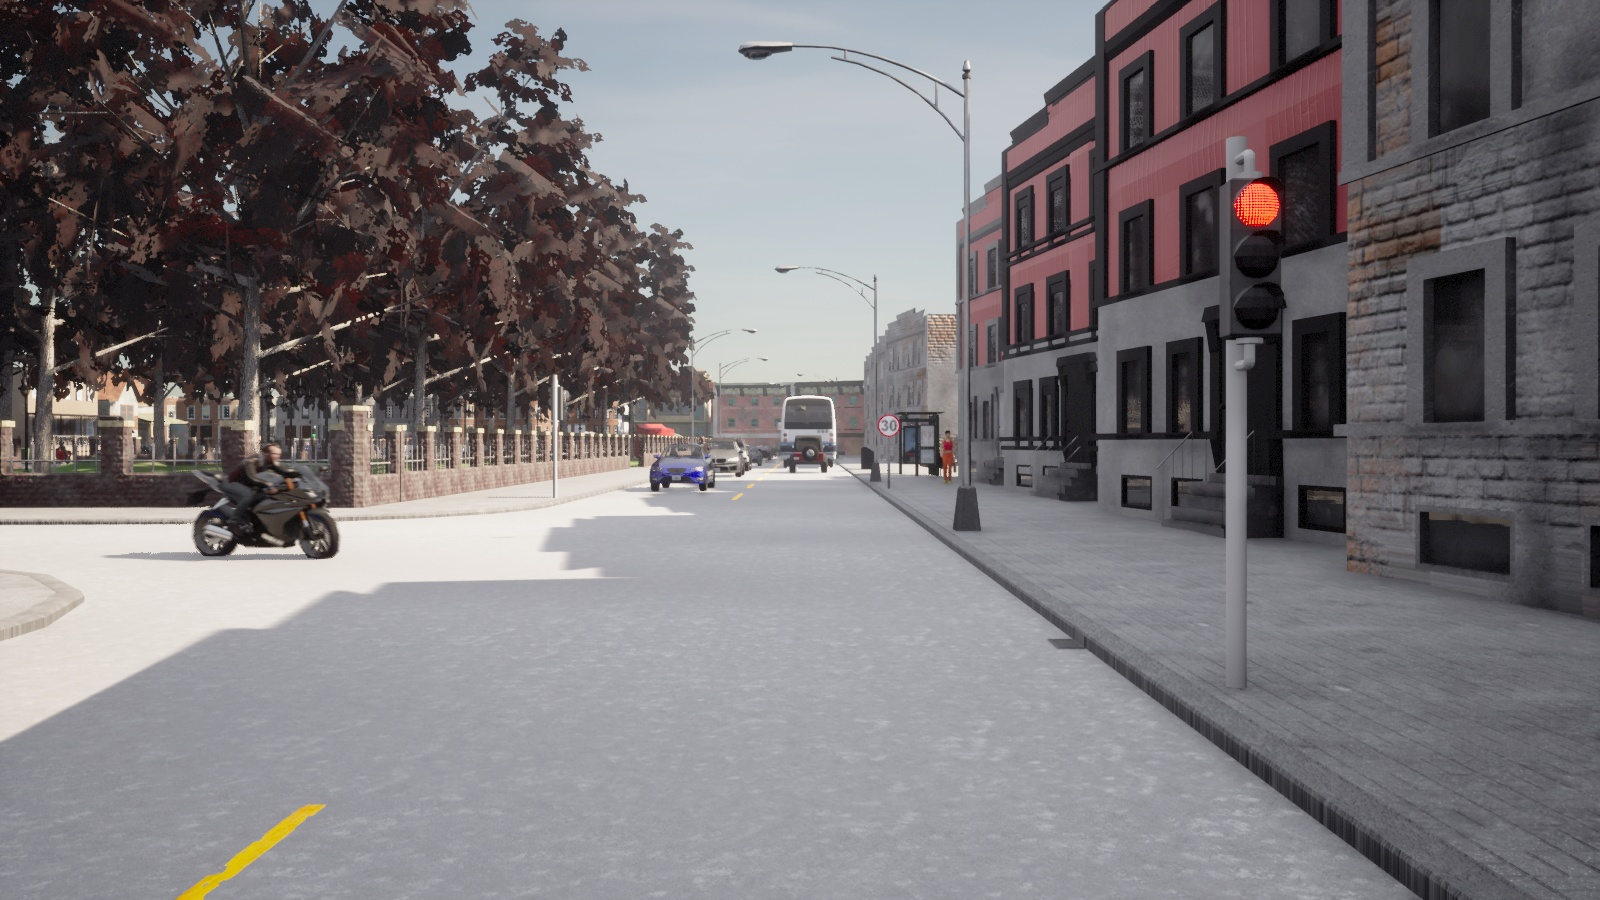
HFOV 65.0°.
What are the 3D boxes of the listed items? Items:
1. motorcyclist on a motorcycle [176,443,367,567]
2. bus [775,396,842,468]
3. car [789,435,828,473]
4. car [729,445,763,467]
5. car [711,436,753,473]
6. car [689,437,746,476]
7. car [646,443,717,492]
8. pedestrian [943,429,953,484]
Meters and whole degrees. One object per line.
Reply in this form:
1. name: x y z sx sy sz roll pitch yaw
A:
1. motorcyclist on a motorcycle: -6.868 0.684 16.340 2.191 1.530 0.866 0 2 15
2. bus: 0.520 -1.075 78.884 3.944 4.253 10.273 0 0 0
3. car: 0.424 0.182 63.861 1.905 1.878 3.866 0 0 0
4. car: -3.467 0.348 81.334 1.994 1.385 4.181 0 0 0
5. car: -3.560 0.184 66.141 1.932 1.855 4.605 0 1 1
6. car: -3.627 0.270 56.252 2.242 1.667 4.611 0 0 0
7. car: -3.717 0.530 40.145 1.816 1.474 4.193 0 0 1
8. pedestrian: 4.973 0.222 42.256 0.345 1.836 0.594 0 0 7
